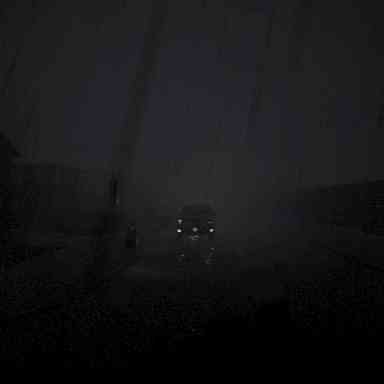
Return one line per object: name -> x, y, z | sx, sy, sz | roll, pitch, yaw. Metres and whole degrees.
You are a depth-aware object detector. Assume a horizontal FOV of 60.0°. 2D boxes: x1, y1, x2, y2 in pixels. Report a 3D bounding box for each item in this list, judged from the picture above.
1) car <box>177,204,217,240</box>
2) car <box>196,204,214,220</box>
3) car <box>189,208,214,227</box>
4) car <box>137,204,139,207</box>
car -> 0.345, 1.793, 21.216 | 2.150, 2.045, 5.566 | -1, -2, 4
car -> 1.628, 2.439, 41.139 | 2.097, 1.767, 4.553 | -1, -2, 4
car -> 0.976, 2.319, 31.117 | 2.128, 1.511, 4.902 | -1, -2, 4
car -> -10.637, 2.798, 56.574 | 3.633, 1.501, 1.845 | -1, -2, 4
